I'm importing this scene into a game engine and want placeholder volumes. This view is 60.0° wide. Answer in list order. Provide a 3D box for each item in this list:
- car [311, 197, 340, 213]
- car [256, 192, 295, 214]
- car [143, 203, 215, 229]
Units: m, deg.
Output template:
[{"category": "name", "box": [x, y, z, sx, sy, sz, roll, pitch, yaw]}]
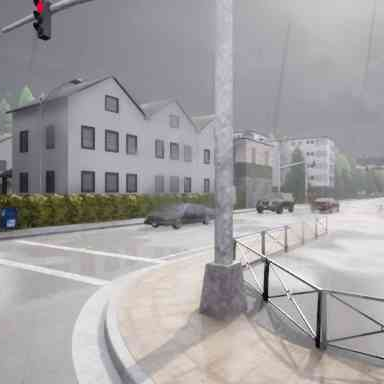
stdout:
[{"category": "car", "box": [13.516, 1.289, 33.608, 1.882, 1.535, 5.008, 0, 0, 35]}, {"category": "car", "box": [8.255, 1.035, 32.551, 2.150, 2.045, 5.566, 0, 0, 36]}, {"category": "car", "box": [-0.511, 1.359, 20.206, 2.033, 1.411, 5.357, 0, 0, 35]}]
